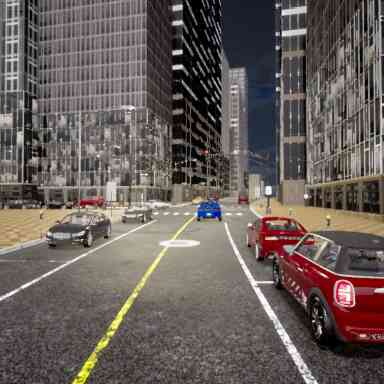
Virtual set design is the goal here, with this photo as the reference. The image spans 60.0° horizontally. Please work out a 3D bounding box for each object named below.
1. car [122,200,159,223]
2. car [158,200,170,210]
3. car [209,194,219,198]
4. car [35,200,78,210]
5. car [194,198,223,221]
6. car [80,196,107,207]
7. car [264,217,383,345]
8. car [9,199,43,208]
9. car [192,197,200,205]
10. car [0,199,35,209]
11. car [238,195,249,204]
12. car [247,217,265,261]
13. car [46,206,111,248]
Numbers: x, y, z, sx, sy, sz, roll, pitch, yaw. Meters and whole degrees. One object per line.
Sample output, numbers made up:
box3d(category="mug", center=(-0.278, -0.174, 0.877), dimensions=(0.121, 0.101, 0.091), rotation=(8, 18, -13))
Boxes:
box3d(category="car", center=(-4.130, 1.574, 25.665), dimensions=(2.008, 1.369, 4.403), rotation=(1, 0, 5))
box3d(category="car", center=(-5.342, 1.700, 44.008), dimensions=(4.718, 1.301, 1.895), rotation=(-1, -1, 30))
box3d(category="car", center=(5.152, 1.491, 78.767), dimensions=(2.192, 1.841, 5.009), rotation=(1, 0, 14))
box3d(category="car", center=(-16.961, 1.637, 41.927), dimensions=(4.313, 1.339, 1.947), rotation=(0, -1, 13))
box3d(category="car", center=(1.478, 1.494, 27.135), dimensions=(1.882, 1.535, 5.008), rotation=(0, 0, 5))
box3d(category="car", center=(-15.150, 1.535, 49.599), dimensions=(5.009, 1.841, 2.192), rotation=(0, -1, 13))
box3d(category="car", center=(2.814, 1.441, 6.327), dimensions=(1.967, 1.590, 4.097), rotation=(1, 0, 2))
box3d(category="car", center=(-26.037, 1.833, 52.177), dimensions=(4.403, 1.369, 2.008), rotation=(0, -1, 13))
box3d(category="car", center=(1.158, 1.641, 62.528), dimensions=(1.752, 1.417, 4.829), rotation=(1, 0, 12))
box3d(category="car", center=(-22.402, 1.653, 43.217), dimensions=(4.403, 1.369, 2.008), rotation=(0, -1, 13))
box3d(category="car", center=(10.075, 1.411, 65.083), dimensions=(2.192, 1.841, 5.009), rotation=(1, 0, 13))
box3d(category="car", center=(3.006, 1.547, 11.967), dimensions=(1.887, 1.381, 4.507), rotation=(1, 0, 3))
box3d(category="car", center=(-4.881, 1.561, 14.875), dimensions=(2.008, 1.369, 4.403), rotation=(1, 0, 3))
